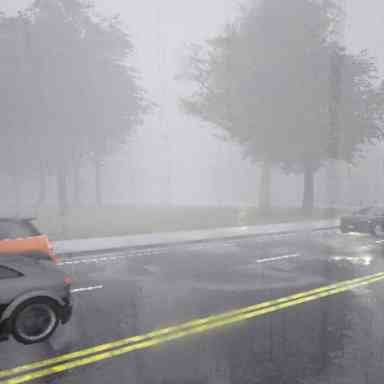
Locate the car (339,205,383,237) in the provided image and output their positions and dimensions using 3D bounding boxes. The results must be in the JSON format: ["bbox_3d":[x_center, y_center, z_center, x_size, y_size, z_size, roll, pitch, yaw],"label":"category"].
[{"bbox_3d":[10.152,1.497,18.291,5.008,1.535,1.882,0,0,-33],"label":"car"}]

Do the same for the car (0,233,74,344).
[{"bbox_3d":[-3.991,1.583,4.945,4.181,1.385,1.994,0,0,-33],"label":"car"}]

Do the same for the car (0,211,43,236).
[{"bbox_3d":[-5.641,1.380,7.754,4.553,1.767,2.097,0,0,-34],"label":"car"}]
